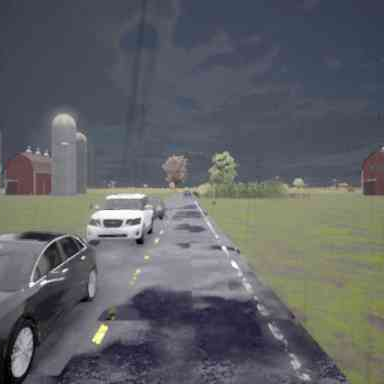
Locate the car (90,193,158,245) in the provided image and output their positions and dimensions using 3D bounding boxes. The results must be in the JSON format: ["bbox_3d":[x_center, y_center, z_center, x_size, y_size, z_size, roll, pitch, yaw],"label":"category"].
[{"bbox_3d":[-3.033,1.116,15.243,2.150,2.045,5.566,0,1,-1],"label":"car"}]

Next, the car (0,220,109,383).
[{"bbox_3d":[-2.904,1.477,5.370,1.837,1.490,4.892,0,0,-1],"label":"car"}]

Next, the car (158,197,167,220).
[{"bbox_3d":[-3.154,1.166,25.884,2.097,1.767,4.553,0,1,0],"label":"car"}]

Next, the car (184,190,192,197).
[{"bbox_3d":[-1.281,0.425,95.183,2.150,2.045,5.566,0,1,-1],"label":"car"}]
